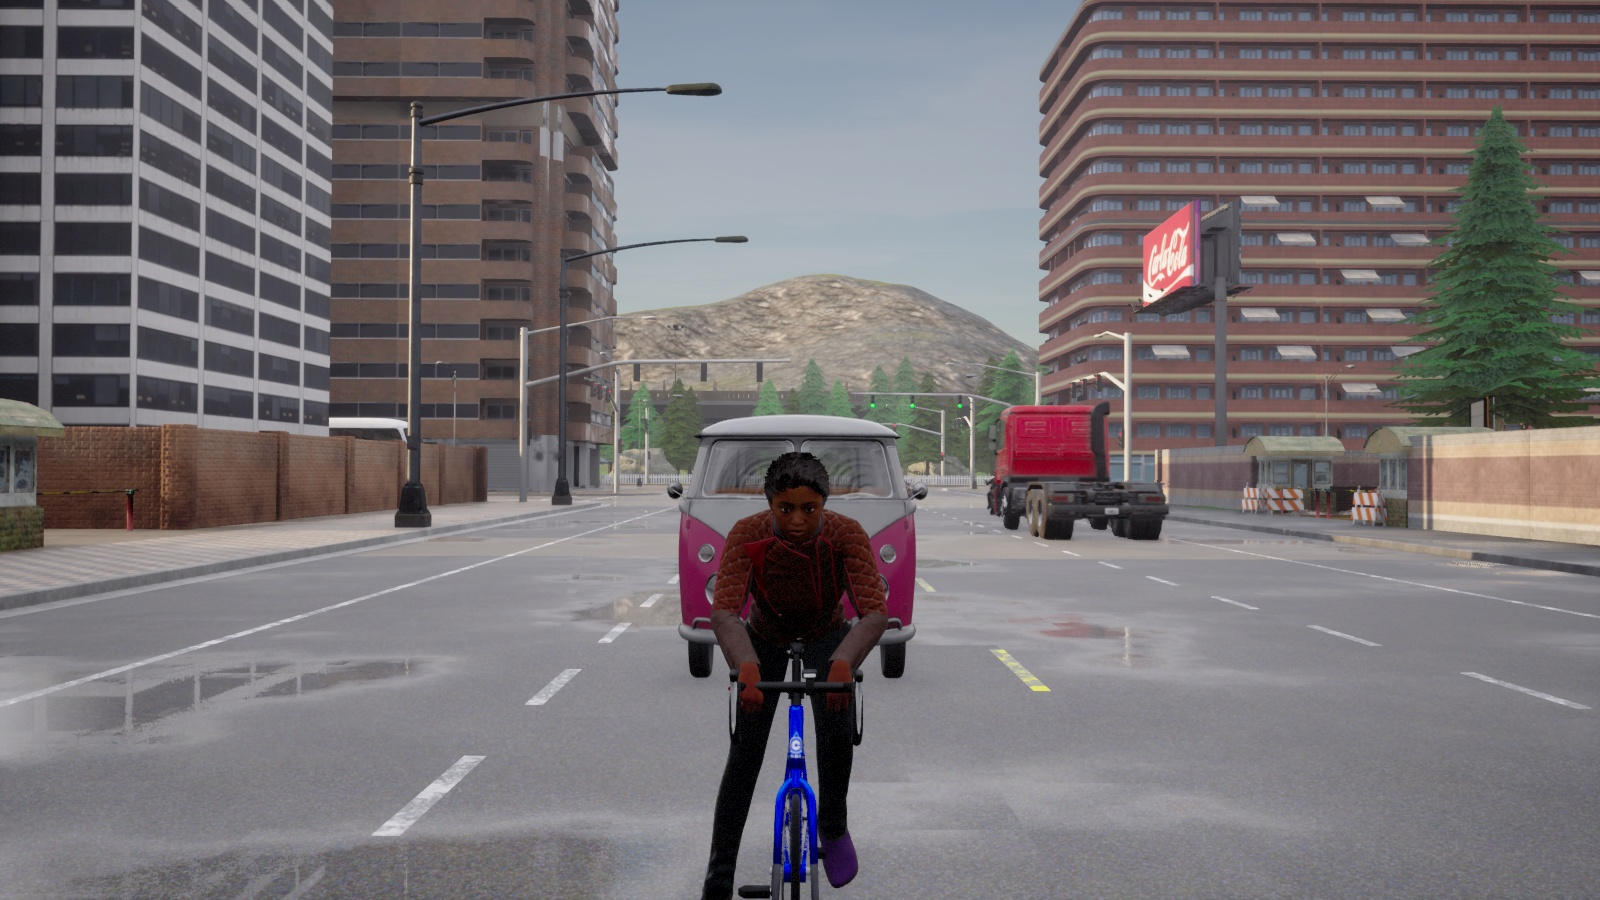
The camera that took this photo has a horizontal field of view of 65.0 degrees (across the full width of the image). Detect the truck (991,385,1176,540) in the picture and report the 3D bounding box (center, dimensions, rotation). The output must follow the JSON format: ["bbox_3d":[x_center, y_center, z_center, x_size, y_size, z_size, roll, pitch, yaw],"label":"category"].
[{"bbox_3d":[6.952,0.342,32.051,2.891,3.462,7.936,0,-1,0],"label":"truck"}]

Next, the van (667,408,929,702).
[{"bbox_3d":[-0.015,0.747,10.773,1.775,1.987,4.442,0,-1,0],"label":"van"}]

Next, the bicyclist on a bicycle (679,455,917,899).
[{"bbox_3d":[-0.005,0.833,3.919,0.582,1.620,1.656,0,-1,0],"label":"bicyclist on a bicycle"}]

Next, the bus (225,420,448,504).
[{"bbox_3d":[-24.146,0.639,65.914,10.273,4.253,3.944,0,-1,0],"label":"bus"}]
